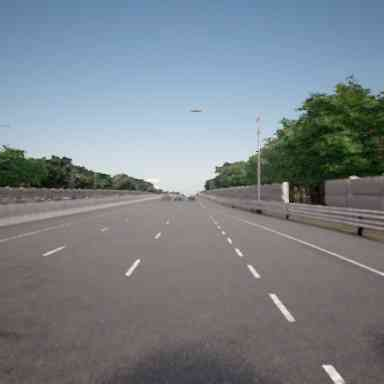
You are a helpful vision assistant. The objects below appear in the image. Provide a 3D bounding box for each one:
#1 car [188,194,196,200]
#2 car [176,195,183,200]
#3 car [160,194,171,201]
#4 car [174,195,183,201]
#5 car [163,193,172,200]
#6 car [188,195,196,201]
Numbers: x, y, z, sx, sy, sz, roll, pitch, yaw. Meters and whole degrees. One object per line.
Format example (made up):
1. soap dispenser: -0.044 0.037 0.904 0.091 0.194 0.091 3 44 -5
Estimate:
1. car: -0.037 1.456 94.960 2.128 1.511 4.902 0 0 0
2. car: -3.537 1.525 94.989 1.895 1.301 4.718 0 0 0
3. car: -7.033 1.602 84.536 2.128 1.511 4.902 0 0 0
4. car: -3.534 1.603 84.954 1.812 1.442 4.674 0 0 0
5. car: -7.037 1.285 94.928 2.097 1.767 4.553 0 0 0
6. car: -0.033 1.556 84.539 1.882 1.535 5.008 0 0 0
